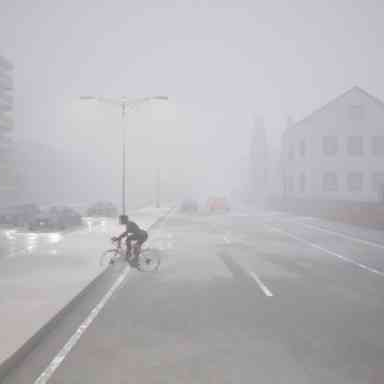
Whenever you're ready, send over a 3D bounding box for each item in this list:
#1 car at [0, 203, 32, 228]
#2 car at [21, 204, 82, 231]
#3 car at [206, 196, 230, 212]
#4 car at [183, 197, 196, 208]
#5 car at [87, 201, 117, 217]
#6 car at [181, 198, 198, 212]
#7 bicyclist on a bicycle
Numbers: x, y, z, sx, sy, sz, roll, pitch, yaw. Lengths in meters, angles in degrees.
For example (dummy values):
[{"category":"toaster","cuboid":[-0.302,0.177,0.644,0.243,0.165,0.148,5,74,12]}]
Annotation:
[{"category":"car","cuboid":[-11.827,1.506,22.514,1.837,1.490,4.892,0,0,-1]},{"category":"car","cuboid":[-8.270,1.564,20.332,1.994,1.385,4.181,0,0,0]},{"category":"car","cuboid":[3.137,1.352,38.600,2.097,1.767,4.553,0,0,0]},{"category":"car","cuboid":[-0.427,1.525,48.219,1.812,1.442,4.674,0,0,-1]},{"category":"car","cuboid":[-8.393,1.564,31.270,1.994,1.385,4.181,0,0,0]},{"category":"car","cuboid":[-0.309,1.601,38.265,1.895,1.301,4.718,0,0,-1]},{"category":"bicyclist on a bicycle","cuboid":[-1.709,1.453,9.187,1.656,1.620,0.582,0,0,-1]}]
